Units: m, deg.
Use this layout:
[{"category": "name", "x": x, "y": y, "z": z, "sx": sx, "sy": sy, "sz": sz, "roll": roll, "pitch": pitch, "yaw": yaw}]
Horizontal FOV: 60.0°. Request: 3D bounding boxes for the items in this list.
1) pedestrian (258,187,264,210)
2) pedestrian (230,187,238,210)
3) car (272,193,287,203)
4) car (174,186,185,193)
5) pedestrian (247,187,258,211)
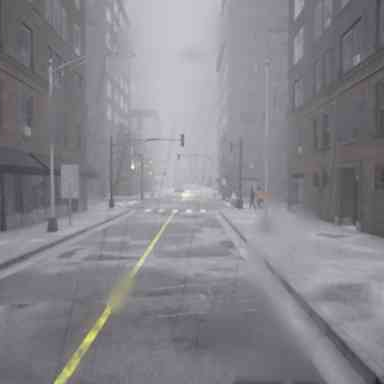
[{"category": "pedestrian", "x": 5.294, "y": 0.491, "z": 25.939, "sx": 0.375, "sy": 1.860, "sz": 0.375, "roll": 0, "pitch": 2, "yaw": 0}, {"category": "pedestrian", "x": 3.443, "y": 0.448, "z": 26.547, "sx": 0.375, "sy": 1.860, "sz": 0.375, "roll": 0, "pitch": 2, "yaw": 0}, {"category": "car", "x": 11.836, "y": 0.638, "z": 40.116, "sx": 4.206, "sy": 1.307, "sz": 1.802, "roll": 1, "pitch": 1, "yaw": 1}, {"category": "car", "x": -2.682, "y": -0.610, "z": 72.353, "sx": 2.097, "sy": 1.767, "sz": 4.553, "roll": 0, "pitch": 2, "yaw": 0}, {"category": "pedestrian", "x": 4.623, "y": 0.486, "z": 25.342, "sx": 0.375, "sy": 1.860, "sz": 0.375, "roll": 0, "pitch": 2, "yaw": 0}]
